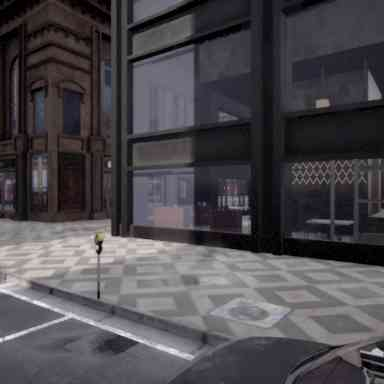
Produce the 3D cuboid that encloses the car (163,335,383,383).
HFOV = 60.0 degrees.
[{"bbox_3d":[1.685,1.551,1.761,4.403,1.369,2.008,0,0,36],"label":"car"}]
